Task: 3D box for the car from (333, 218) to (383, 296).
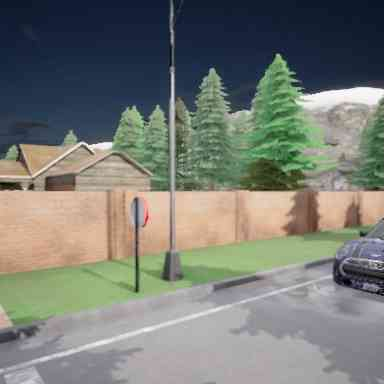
[{"bbox_3d":[5.476,1.385,8.272,4.553,1.767,2.097,0,-1,-38],"label":"car"}]
